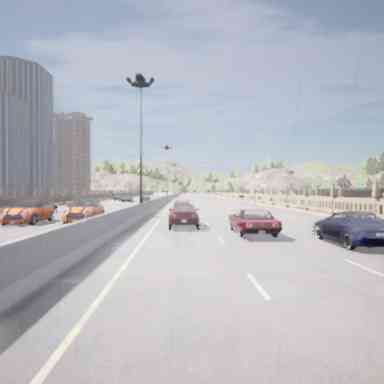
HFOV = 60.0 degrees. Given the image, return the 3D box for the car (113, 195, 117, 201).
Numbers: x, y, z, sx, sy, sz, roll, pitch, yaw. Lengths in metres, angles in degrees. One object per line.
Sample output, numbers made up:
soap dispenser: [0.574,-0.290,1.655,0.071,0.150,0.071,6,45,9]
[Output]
car: [-16.333,1.298,74.369,2.033,1.411,5.357,0,0,-2]

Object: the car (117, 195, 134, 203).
car: [-12.531,1.342,64.831,2.033,1.411,5.357,0,0,-2]

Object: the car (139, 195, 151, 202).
car: [-9.037,1.344,64.950,1.994,1.385,4.181,0,0,-2]

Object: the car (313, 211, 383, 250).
car: [6.689,1.487,13.881,1.994,1.385,4.181,0,0,-2]

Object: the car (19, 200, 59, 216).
car: [-15.115,1.528,33.186,1.895,1.301,4.718,0,0,-2]

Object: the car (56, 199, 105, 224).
car: [-7.831,1.287,24.284,2.097,1.767,4.553,0,0,-2]

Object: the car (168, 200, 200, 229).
car: [-0.510,1.447,20.870,1.812,1.442,4.674,0,0,-2]

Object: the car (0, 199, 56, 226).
car: [-11.292,1.304,23.010,2.097,1.767,4.553,0,0,-2]

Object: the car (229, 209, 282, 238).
car: [3.095,1.523,17.252,1.895,1.301,4.718,0,0,-2]
